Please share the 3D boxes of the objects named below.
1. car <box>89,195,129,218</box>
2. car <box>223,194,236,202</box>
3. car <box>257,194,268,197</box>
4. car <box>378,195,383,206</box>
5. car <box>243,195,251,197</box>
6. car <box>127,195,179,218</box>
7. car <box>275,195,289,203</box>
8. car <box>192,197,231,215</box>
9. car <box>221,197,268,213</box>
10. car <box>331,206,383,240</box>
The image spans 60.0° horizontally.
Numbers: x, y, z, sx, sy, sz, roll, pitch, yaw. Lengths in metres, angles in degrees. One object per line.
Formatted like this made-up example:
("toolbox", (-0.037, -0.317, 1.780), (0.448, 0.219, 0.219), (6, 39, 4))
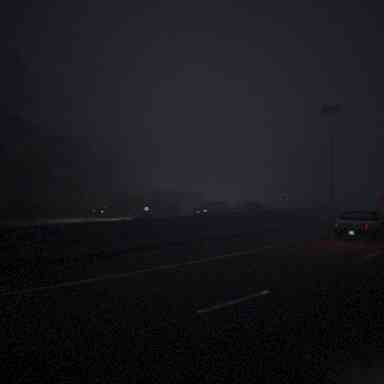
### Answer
("car", (-6.800, 1.275, 31.231), (2.150, 2.045, 5.566), (0, 0, 41))
("car", (7.806, 1.232, 70.063), (2.033, 1.411, 5.357), (0, 0, 0))
("car", (14.805, 1.180, 70.113), (1.837, 1.490, 4.892), (0, 0, 0))
("car", (18.738, 1.229, 31.085), (2.150, 2.045, 5.566), (0, 0, 29))
("car", (11.286, 1.472, 68.056), (2.097, 1.767, 4.553), (0, 0, 1))
("car", (-3.242, 1.397, 30.146), (2.097, 1.767, 4.553), (0, 0, 39))
("car", (18.282, 1.455, 67.856), (1.837, 1.490, 4.892), (0, 0, 1))
("car", (1.907, 1.542, 31.054), (1.837, 1.490, 4.892), (0, 0, 35))
("car", (4.946, 1.521, 29.332), (2.128, 1.511, 4.902), (0, 0, 35))
("car", (8.901, 1.608, 17.160), (1.895, 1.301, 4.718), (0, 0, 41))
